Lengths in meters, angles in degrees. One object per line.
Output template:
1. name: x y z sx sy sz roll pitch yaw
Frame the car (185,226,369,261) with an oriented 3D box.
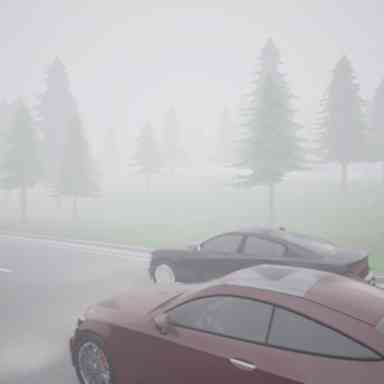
1. car: 1.210 1.512 7.427 5.008 1.535 1.882 -1 0 35

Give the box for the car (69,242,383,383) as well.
1. car: 0.682 1.540 3.504 4.674 1.442 1.812 -1 0 35
